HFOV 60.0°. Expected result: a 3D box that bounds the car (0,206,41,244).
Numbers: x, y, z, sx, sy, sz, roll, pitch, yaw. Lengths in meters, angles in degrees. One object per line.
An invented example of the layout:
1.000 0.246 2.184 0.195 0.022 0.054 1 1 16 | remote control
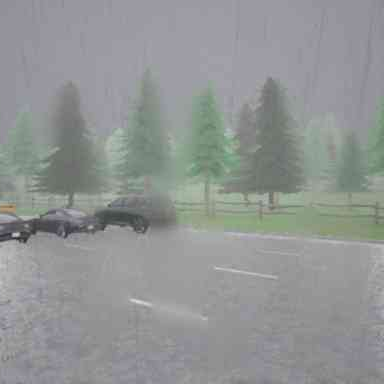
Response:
-8.885 1.527 14.589 4.674 1.442 1.812 0 0 36 | car

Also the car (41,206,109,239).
-6.759 1.527 17.372 4.674 1.442 1.812 0 0 35 | car

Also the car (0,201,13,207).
-17.797 1.481 29.552 5.008 1.535 1.882 0 0 36 | car

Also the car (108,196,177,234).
-3.404 1.225 19.270 5.566 2.045 2.150 0 0 36 | car
